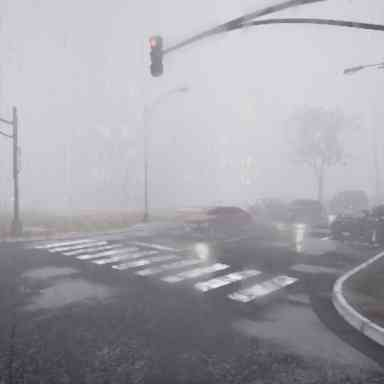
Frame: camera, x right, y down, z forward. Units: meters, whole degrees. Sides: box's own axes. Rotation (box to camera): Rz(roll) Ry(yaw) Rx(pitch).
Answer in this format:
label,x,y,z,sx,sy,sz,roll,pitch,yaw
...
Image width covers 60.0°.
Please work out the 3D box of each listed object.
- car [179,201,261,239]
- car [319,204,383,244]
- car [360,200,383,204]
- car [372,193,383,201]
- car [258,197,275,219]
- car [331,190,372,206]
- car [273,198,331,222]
label,x,y,z,sx,sy,sz,roll,pitch,yaw
car,1.375,1.421,17.016,1.812,1.442,4.674,1,1,42
car,7.785,1.456,15.269,2.008,1.369,4.403,0,1,42
car,11.475,1.407,19.323,1.947,1.339,4.313,0,1,42
car,28.193,0.902,50.337,1.752,1.417,4.829,0,1,42
car,5.797,1.202,25.918,1.967,1.590,4.097,0,1,42
car,15.282,0.875,32.282,2.150,2.045,5.566,1,1,42
car,8.195,1.281,24.509,1.837,1.490,4.892,1,1,42
